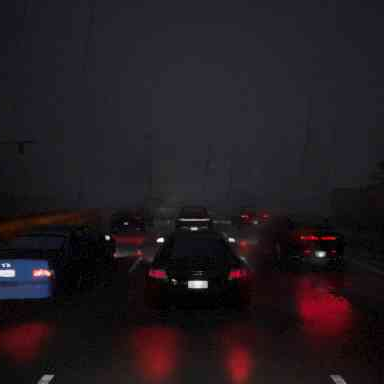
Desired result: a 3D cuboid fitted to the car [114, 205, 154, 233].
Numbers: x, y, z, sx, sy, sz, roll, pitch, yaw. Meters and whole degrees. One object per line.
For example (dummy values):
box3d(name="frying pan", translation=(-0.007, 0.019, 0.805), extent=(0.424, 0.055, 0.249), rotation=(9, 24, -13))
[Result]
box3d(name="car", translation=(-3.400, 1.478, 19.633), extent=(1.882, 1.535, 5.008), rotation=(0, 0, 0))

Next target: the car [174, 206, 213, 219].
box3d(name="car", translation=(0.099, 1.492, 17.697), extent=(2.128, 1.511, 4.902), rotation=(0, 0, 0))

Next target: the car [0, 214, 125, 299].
box3d(name="car", translation=(-3.399, 1.548, 8.644), extent=(2.033, 1.411, 5.357), rotation=(0, 0, 0))

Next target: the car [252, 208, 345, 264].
box3d(name="car", translation=(3.599, 1.503, 11.712), extent=(1.837, 1.490, 4.892), rotation=(0, 0, 0))

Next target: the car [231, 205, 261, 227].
box3d(name="car", translation=(3.599, 1.526, 20.942), extent=(1.812, 1.442, 4.674), rotation=(0, 0, 0))

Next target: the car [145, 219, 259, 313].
box3d(name="car", translation=(0.100, 1.564, 7.748), extent=(1.994, 1.385, 4.181), rotation=(0, 0, 0))
